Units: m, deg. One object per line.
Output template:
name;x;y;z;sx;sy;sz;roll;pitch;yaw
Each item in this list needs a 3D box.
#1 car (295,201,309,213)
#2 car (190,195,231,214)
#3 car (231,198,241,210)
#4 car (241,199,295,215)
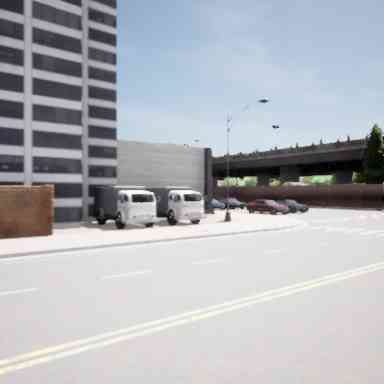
car;10.113;1.484;34.921;1.994;1.385;4.181;0;0;-36
car;2.167;1.449;40.023;1.812;1.442;4.674;0;0;-36
car;4.743;1.468;42.434;2.033;1.411;5.357;0;0;-35
car;7.385;1.449;32.719;1.812;1.442;4.674;0;0;-36
